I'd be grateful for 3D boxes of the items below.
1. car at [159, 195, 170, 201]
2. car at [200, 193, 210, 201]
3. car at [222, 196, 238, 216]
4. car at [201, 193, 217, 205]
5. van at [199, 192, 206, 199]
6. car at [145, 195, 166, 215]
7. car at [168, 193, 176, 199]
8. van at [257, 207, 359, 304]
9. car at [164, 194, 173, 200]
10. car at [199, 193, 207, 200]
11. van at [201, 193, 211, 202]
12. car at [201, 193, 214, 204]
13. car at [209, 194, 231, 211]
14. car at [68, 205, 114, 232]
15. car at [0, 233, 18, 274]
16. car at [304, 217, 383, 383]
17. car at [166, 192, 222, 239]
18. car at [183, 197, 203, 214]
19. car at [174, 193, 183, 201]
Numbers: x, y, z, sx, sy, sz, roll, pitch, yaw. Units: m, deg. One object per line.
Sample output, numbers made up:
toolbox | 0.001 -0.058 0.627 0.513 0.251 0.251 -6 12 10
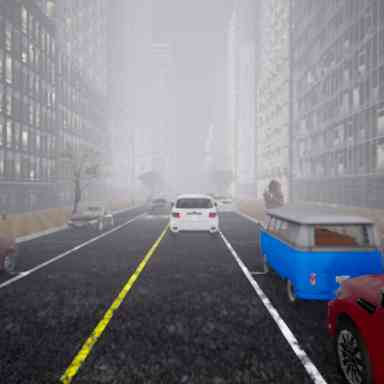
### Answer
car | -5.684 1.253 70.289 1.947 1.339 4.313 -1 0 0
car | 2.696 1.127 70.286 1.967 1.590 4.097 -1 0 0
car | 3.155 1.388 30.966 1.812 1.442 4.674 0 0 0
car | 2.691 1.079 53.235 2.192 1.841 5.009 -1 0 0
van | 2.698 0.949 87.336 1.690 1.788 3.998 -1 0 0
car | -3.092 1.362 32.399 1.837 1.490 4.892 0 0 0
car | -5.679 1.022 93.022 1.967 1.590 4.097 -1 0 0
van | 2.682 1.307 7.766 1.690 1.788 3.998 -1 0 0
car | -5.681 1.186 81.656 2.008 1.369 4.403 -1 0 0
car | 2.698 1.075 81.653 1.967 1.590 4.097 -1 0 0
van | 2.694 1.054 64.602 1.690 1.788 3.998 -1 0 0
car | 2.692 1.053 58.919 2.192 1.841 5.009 -1 0 0
car | 3.121 1.185 37.936 2.097 1.767 4.553 0 0 0
car | -5.694 1.467 19.136 2.008 1.369 4.403 -1 0 0
car | -5.696 1.548 7.769 1.802 1.307 4.206 -1 0 0
car | 2.680 1.305 2.082 2.192 1.841 5.009 -1 0 0
car | 0.101 1.147 16.822 2.150 2.045 5.566 0 0 0
car | 0.105 1.324 34.713 1.882 1.535 5.008 0 0 0
car | -2.985 1.100 73.732 1.882 1.535 5.008 0 0 0
